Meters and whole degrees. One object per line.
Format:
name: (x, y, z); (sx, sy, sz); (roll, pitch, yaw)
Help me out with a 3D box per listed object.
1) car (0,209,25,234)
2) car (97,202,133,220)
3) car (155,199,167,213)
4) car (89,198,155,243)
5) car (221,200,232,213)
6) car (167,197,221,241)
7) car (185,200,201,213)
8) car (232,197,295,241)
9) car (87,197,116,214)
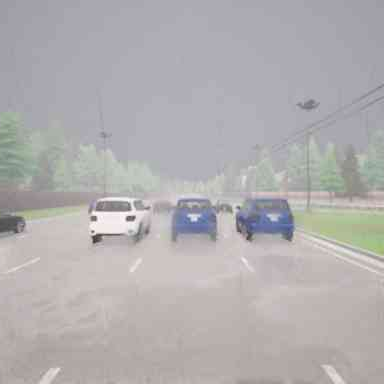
car: (-10.395, 1.554, 16.929); (2.128, 1.511, 4.902); (0, 0, 0)
car: (-6.902, 1.656, 30.386); (2.033, 1.411, 5.357); (0, 0, 0)
car: (-3.390, 1.617, 39.400); (1.882, 1.535, 5.008); (0, 0, 0)
car: (-3.395, 1.282, 16.631); (2.150, 2.045, 5.566); (0, 0, 0)
car: (3.608, 1.664, 39.221); (1.812, 1.442, 4.674); (0, 0, 0)
car: (0.104, 1.285, 17.324); (2.150, 2.045, 5.566); (0, 0, 0)
car: (0.108, 1.665, 39.250); (1.812, 1.442, 4.674); (0, 0, 0)
car: (3.605, 1.284, 17.246); (2.150, 2.045, 5.566); (0, 0, 0)
car: (-10.392, 1.489, 38.681); (2.097, 1.767, 4.553); (0, 0, 0)
